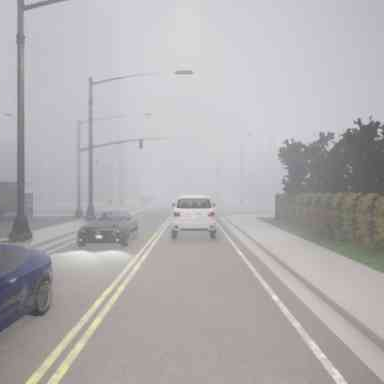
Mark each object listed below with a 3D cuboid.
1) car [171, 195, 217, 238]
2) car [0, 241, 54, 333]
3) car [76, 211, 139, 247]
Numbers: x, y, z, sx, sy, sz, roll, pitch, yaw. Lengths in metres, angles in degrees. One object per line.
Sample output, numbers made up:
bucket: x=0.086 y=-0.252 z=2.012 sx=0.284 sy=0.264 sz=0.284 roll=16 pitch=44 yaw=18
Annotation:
car: x=0.091 y=1.181 z=17.657 sx=2.150 sy=2.045 sz=5.566 roll=0 pitch=0 yaw=0
car: x=-3.591 y=1.515 z=4.800 sx=1.812 sy=1.442 sz=4.674 roll=0 pitch=0 yaw=0
car: x=-3.587 y=1.531 z=14.804 sx=1.994 sy=1.385 sz=4.181 roll=0 pitch=0 yaw=0
